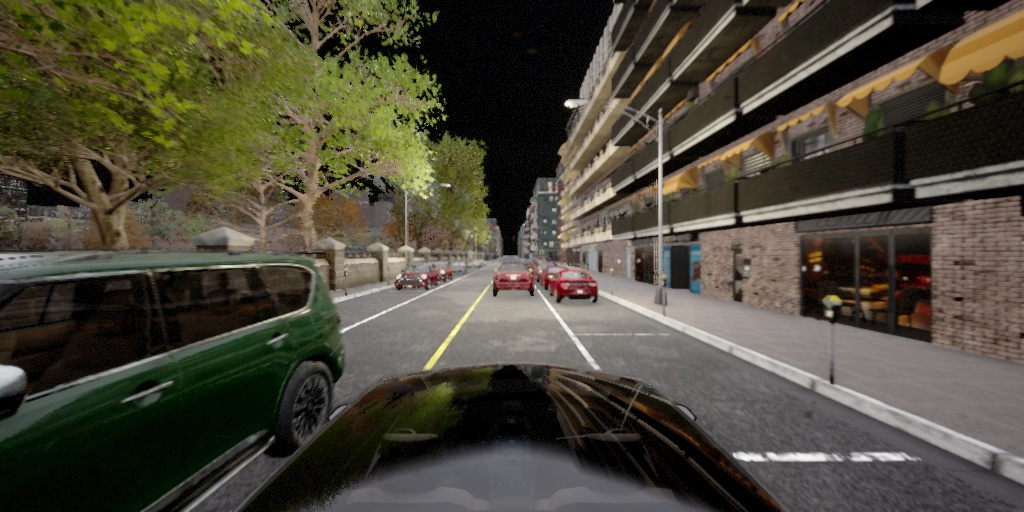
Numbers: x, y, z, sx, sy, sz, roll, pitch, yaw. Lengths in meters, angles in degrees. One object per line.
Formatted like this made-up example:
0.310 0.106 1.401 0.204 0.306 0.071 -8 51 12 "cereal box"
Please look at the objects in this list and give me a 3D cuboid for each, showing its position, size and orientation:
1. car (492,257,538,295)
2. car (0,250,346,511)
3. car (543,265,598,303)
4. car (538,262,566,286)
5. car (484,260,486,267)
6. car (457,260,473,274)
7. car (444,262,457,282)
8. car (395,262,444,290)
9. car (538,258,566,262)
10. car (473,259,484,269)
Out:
0.073 1.073 19.554 2.097 1.767 4.553 0 0 0 "car"
-3.097 0.974 2.140 2.150 2.045 5.566 0 0 0 "car"
2.680 1.268 16.375 1.888 1.381 4.507 0 0 0 "car"
2.674 1.260 22.005 1.888 1.381 4.507 0 0 0 "car"
-5.747 1.233 61.406 2.007 1.370 4.403 0 0 0 "car"
-5.724 1.254 38.886 2.007 1.370 4.403 0 0 0 "car"
-5.713 1.157 27.624 1.967 1.591 4.097 0 0 0 "car"
-5.707 1.164 21.996 1.967 1.591 4.097 0 0 0 "car"
2.668 1.148 27.634 1.967 1.591 4.097 0 0 0 "car"
-5.742 1.212 55.606 1.751 1.417 4.829 0 0 0 "car"
